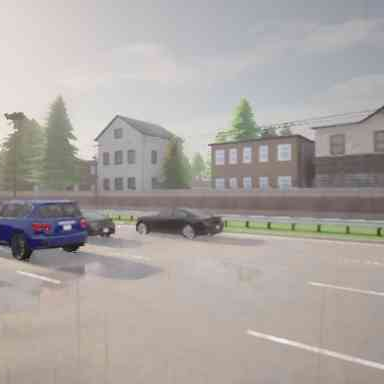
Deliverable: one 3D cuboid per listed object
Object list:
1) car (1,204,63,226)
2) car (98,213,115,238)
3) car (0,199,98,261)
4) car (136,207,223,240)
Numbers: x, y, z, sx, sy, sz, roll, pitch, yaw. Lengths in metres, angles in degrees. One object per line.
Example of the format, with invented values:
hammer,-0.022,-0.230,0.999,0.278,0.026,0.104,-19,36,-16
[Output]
car,-12.422,1.680,25.686,5.357,1.411,2.033,0,0,36
car,-5.840,1.602,16.728,4.674,1.442,1.812,0,0,36
car,-6.386,1.290,12.805,5.566,2.045,2.150,0,0,36
car,-0.767,1.534,17.377,5.008,1.535,1.882,0,0,36
